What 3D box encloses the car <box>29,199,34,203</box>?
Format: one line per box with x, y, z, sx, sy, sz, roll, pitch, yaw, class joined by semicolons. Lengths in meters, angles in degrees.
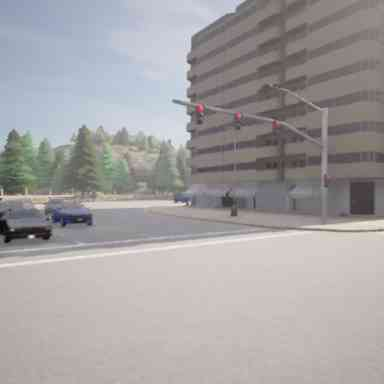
-17.071;1.413;33.590;1.812;1.442;4.674;0;0;-15;car

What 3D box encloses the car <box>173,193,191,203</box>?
-1.288;1.224;66.175;2.150;2.045;5.566;0;0;40;car

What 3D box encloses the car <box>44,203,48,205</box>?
-12.814;1.416;31.491;1.837;1.490;4.892;0;0;-20;car

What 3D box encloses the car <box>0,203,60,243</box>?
-8.195;1.477;16.114;2.033;1.411;5.357;0;0;-34;car

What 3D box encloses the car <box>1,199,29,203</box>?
-13.282;1.382;24.447;1.882;1.535;5.008;0;0;-28;car

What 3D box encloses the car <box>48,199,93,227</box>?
-8.133;1.412;22.482;1.882;1.535;5.008;0;0;-32;car
